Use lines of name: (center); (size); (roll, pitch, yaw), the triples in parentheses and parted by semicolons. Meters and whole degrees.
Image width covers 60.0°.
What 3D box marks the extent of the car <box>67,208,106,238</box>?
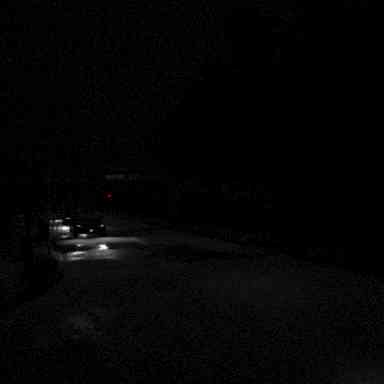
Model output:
car: (-6.874, 2.038, 21.678); (1.812, 1.442, 4.674); (0, -1, -24)

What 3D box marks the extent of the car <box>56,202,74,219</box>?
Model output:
car: (-15.809, 2.235, 41.798); (2.150, 2.045, 5.566); (0, -2, -23)

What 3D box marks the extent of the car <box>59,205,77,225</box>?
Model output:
car: (-11.120, 2.254, 31.200); (1.837, 1.490, 4.892); (0, -1, -24)
